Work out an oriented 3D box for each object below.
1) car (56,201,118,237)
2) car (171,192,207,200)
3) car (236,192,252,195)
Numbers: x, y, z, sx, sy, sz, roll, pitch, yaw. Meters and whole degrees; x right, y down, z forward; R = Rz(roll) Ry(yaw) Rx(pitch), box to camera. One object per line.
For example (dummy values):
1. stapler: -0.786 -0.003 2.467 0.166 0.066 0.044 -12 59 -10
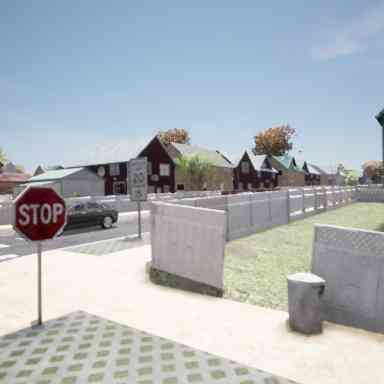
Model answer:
1. car: -5.871 1.228 16.471 1.837 1.490 4.892 -2 1 35
2. car: -0.415 0.819 24.226 2.097 1.767 4.553 -2 1 35
3. car: 4.981 0.743 31.881 1.812 1.442 4.674 -1 1 36
